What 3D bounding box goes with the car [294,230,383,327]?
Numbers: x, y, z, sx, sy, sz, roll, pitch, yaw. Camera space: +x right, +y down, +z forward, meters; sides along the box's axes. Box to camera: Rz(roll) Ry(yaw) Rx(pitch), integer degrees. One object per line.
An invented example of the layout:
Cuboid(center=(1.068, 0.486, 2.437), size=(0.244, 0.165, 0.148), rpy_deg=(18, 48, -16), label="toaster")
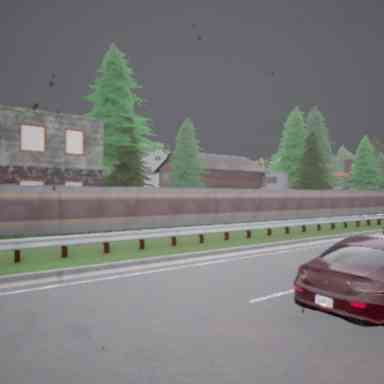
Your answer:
Cuboid(center=(3.944, 1.564, 6.574), size=(4.674, 1.442, 1.812), rpy_deg=(0, 0, -36), label="car")
